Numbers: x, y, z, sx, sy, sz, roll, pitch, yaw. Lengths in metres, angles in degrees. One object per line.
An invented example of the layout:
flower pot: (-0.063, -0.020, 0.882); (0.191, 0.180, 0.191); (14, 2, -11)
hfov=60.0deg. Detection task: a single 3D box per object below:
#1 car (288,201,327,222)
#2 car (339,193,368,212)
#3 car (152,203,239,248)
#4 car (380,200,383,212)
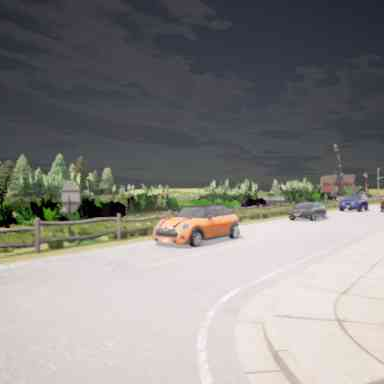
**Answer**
car: (9.375, 1.523, 26.730); (1.837, 1.490, 4.892); (-1, -1, 39)
car: (18.747, 1.206, 38.450); (2.150, 2.045, 5.566); (-1, 1, 39)
car: (0.287, 1.394, 15.303); (2.097, 1.767, 4.553); (-1, -1, 38)
car: (22.466, 1.432, 37.263); (1.882, 1.535, 5.008); (-1, 0, 38)
